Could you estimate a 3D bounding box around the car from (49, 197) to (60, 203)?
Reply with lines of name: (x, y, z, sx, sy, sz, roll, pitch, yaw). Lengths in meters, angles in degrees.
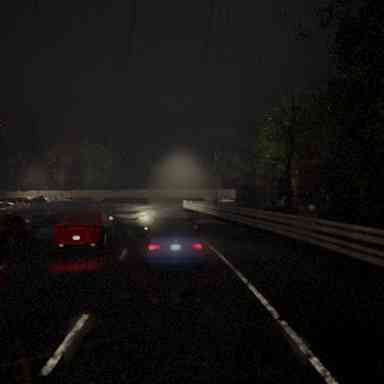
car: (-33.129, 1.916, 79.317, 4.674, 1.442, 1.812, 0, 0, 43)

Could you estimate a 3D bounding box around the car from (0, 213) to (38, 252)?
car: (-8.052, 1.608, 13.996, 1.812, 1.442, 4.674, 0, 0, -8)

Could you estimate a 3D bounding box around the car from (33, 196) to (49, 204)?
car: (-35.583, 1.747, 76.823, 4.553, 1.767, 2.097, 0, 0, 43)

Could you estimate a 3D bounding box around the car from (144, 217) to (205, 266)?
car: (-0.709, 1.601, 11.800, 2.033, 1.411, 5.357, 0, 0, -6)

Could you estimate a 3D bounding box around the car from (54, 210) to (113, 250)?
car: (-4.639, 1.554, 14.811, 1.882, 1.535, 5.008, 0, 0, -8)

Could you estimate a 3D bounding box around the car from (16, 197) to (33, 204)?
car: (-38.081, 1.892, 74.369, 4.892, 1.490, 1.837, 0, 0, 43)
